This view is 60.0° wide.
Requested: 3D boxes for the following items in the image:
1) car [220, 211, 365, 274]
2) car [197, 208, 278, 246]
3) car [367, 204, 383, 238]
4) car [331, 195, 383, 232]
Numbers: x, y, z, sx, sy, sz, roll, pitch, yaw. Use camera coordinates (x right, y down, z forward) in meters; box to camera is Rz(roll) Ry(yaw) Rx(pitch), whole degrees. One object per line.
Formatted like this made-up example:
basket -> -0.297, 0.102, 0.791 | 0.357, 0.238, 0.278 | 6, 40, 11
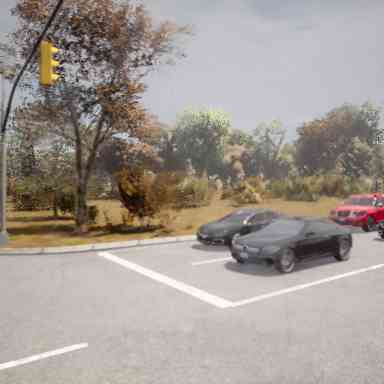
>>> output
car -> 3.363, 1.516, 10.691 | 4.674, 1.442, 1.812 | 0, 0, -36
car -> 2.445, 1.494, 14.334 | 4.892, 1.490, 1.837 | 0, 0, -35
car -> 10.851, 1.472, 16.029 | 4.902, 1.511, 2.128 | 0, 0, -36
car -> 10.619, 1.200, 20.157 | 5.566, 2.045, 2.150 | 0, 0, -36
